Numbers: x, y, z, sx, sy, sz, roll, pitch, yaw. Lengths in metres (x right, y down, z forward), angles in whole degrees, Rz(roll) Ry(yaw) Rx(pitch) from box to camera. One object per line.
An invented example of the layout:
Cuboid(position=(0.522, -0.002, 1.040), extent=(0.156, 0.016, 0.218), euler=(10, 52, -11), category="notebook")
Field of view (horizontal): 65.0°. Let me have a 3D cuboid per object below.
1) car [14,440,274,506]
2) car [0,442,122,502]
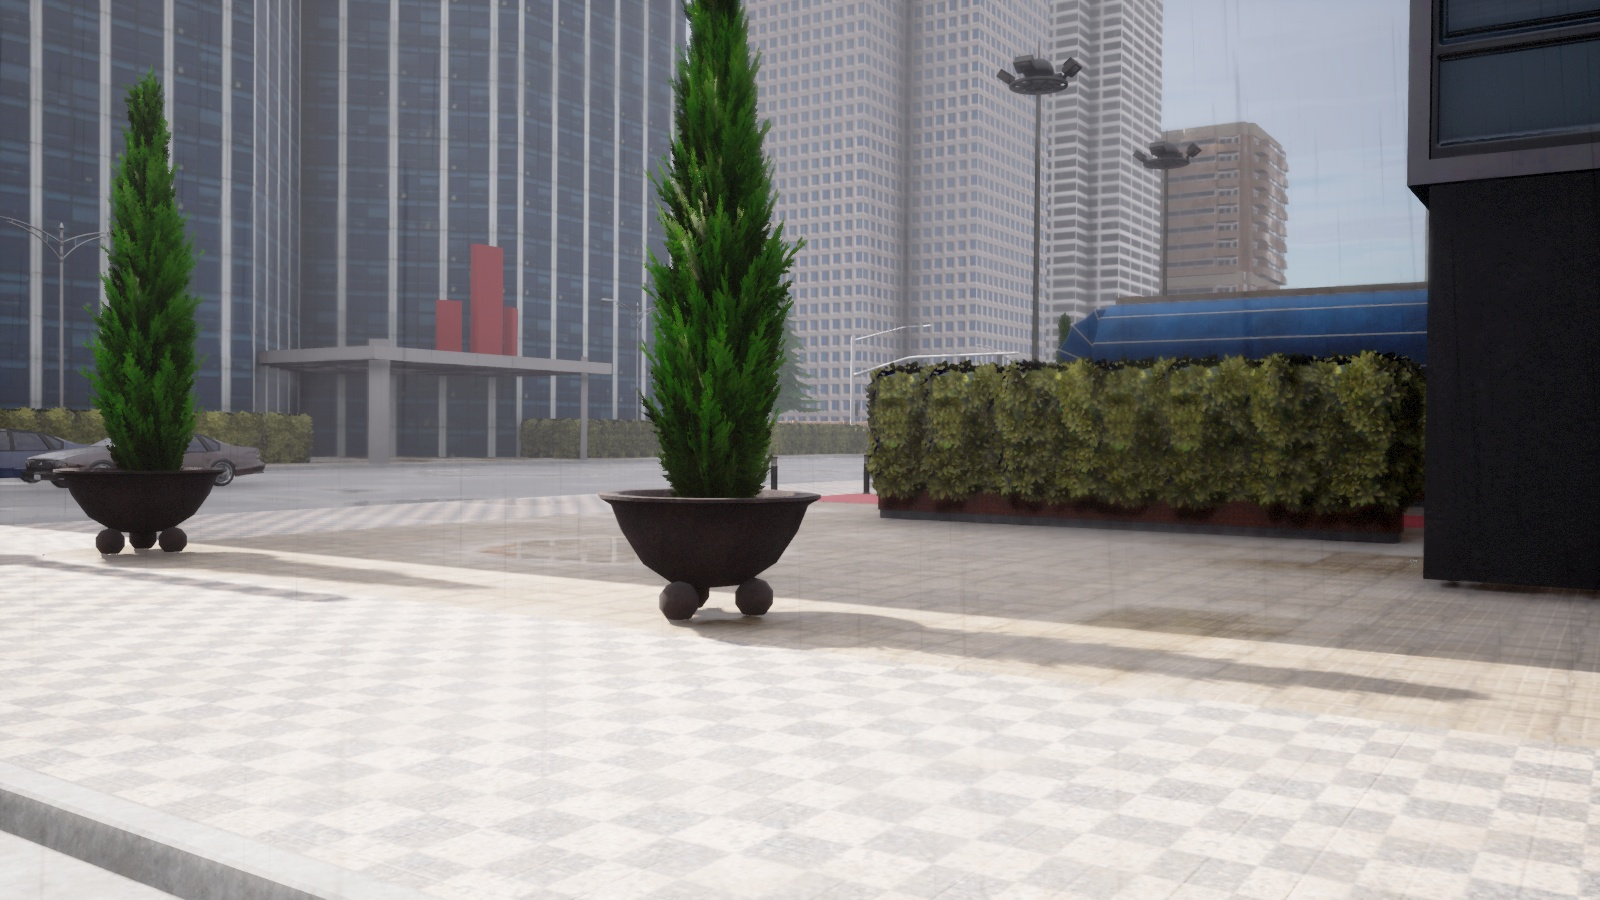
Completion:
Cuboid(position=(-15.983, 0.501, 30.944), extent=(2.033, 1.411, 5.357), euler=(0, 1, 33), category="car")
Cuboid(position=(-20.038, 0.535, 31.129), extent=(2.033, 1.411, 5.357), euler=(0, 1, 33), category="car")
